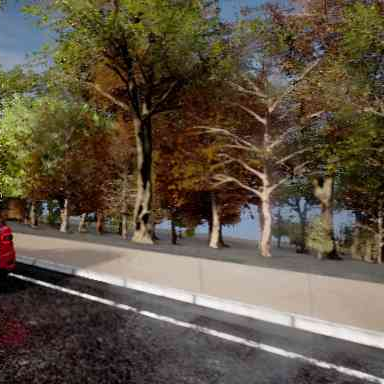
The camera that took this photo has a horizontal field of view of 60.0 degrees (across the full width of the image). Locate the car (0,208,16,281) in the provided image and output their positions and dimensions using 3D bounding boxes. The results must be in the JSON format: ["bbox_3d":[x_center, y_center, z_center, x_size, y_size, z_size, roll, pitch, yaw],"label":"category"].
[{"bbox_3d":[-6.713,1.225,8.473,5.566,2.045,2.150,0,0,35],"label":"car"}]
